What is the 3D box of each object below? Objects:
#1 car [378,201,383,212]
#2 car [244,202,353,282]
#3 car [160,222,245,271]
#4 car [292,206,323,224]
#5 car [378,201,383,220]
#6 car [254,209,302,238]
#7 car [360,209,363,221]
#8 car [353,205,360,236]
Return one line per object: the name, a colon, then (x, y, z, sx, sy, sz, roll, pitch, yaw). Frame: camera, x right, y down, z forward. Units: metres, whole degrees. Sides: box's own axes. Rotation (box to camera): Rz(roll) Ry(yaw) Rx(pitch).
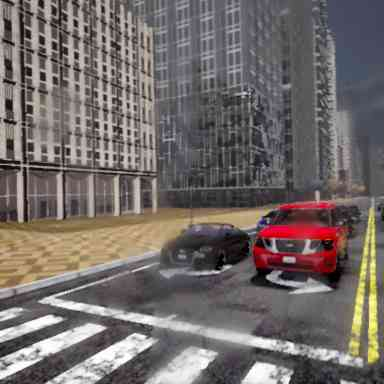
car: (27.824, 2.022, 47.720, 1.994, 1.385, 4.181, -2, -1, 29)
car: (3.759, 1.378, 10.804, 2.150, 2.045, 5.566, -2, -1, 29)
car: (0.649, 1.796, 11.871, 1.994, 1.385, 4.181, -2, -1, 29)
car: (10.393, 2.011, 29.713, 1.895, 1.301, 4.718, -2, -1, 29)
car: (18.623, 1.835, 30.826, 2.033, 1.411, 5.357, -2, -1, 29)
car: (5.466, 1.846, 20.703, 1.812, 1.442, 4.674, -2, -1, 28)
car: (13.438, 1.839, 28.512, 1.837, 1.490, 4.892, -2, -1, 29)
car: (8.571, 1.750, 19.607, 1.837, 1.490, 4.892, -2, -1, 29)
